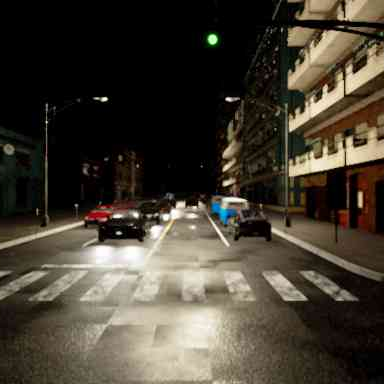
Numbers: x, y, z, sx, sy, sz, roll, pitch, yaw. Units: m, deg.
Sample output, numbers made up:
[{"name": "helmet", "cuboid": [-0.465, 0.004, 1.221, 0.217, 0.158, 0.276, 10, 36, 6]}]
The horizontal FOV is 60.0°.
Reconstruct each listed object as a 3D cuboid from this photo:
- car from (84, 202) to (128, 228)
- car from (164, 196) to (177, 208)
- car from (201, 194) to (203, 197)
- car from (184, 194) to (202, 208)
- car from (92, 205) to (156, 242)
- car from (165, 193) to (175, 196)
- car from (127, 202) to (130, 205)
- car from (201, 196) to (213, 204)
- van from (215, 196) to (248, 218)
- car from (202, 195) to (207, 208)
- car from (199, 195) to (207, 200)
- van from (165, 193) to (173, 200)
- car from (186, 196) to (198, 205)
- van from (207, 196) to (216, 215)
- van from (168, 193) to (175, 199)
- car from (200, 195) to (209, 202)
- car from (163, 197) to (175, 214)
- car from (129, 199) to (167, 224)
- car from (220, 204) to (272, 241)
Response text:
[{"name": "car", "cuboid": [-5.683, 1.544, 21.774, 1.802, 1.307, 4.206, 1, 0, 0]}, {"name": "car", "cuboid": [-3.058, 1.516, 44.722, 1.895, 1.301, 4.718, 0, 0, 0]}, {"name": "car", "cuboid": [2.693, 1.455, 55.296, 1.947, 1.339, 4.313, 1, 0, 0]}, {"name": "car", "cuboid": [-0.007, 1.390, 45.715, 1.882, 1.535, 5.008, 0, 0, 0]}, {"name": "car", "cuboid": [-3.092, 1.537, 16.002, 1.994, 1.385, 4.181, 0, 0, 0]}, {"name": "car", "cuboid": [-5.690, 1.392, 77.576, 1.947, 1.339, 4.313, 1, 0, 0]}, {"name": "car", "cuboid": [-5.683, 1.497, 27.354, 1.887, 1.381, 4.507, 1, 0, 0]}, {"name": "car", "cuboid": [2.693, 1.440, 60.876, 1.947, 1.339, 4.313, 1, 0, 0]}, {"name": "van", "cuboid": [2.701, 1.303, 21.810, 1.690, 1.788, 3.998, 1, 0, 0]}, {"name": "car", "cuboid": [2.695, 1.441, 44.303, 1.752, 1.417, 4.829, 1, 0, 0]}, {"name": "car", "cuboid": [2.690, 1.359, 83.200, 2.008, 1.369, 4.403, 1, 0, 0]}, {"name": "van", "cuboid": [-5.687, 1.150, 83.156, 1.690, 1.788, 3.998, 1, 0, 0]}, {"name": "car", "cuboid": [-0.010, 1.412, 56.138, 1.812, 1.442, 4.674, 0, 0, 0]}, {"name": "van", "cuboid": [2.700, 1.282, 32.973, 1.690, 1.788, 3.998, 1, 0, 0]}, {"name": "van", "cuboid": [-5.689, 1.114, 94.316, 1.690, 1.788, 3.998, 1, 0, 0]}, {"name": "car", "cuboid": [2.692, 1.386, 72.038, 1.887, 1.381, 4.507, 1, 0, 0]}, {"name": "car", "cuboid": [-3.096, 1.502, 34.386, 1.994, 1.385, 4.181, 0, 0, 0]}, {"name": "car", "cuboid": [-3.097, 1.483, 24.474, 1.812, 1.442, 4.674, 0, 0, 0]}, {"name": "car", "cuboid": [2.699, 1.523, 16.231, 2.008, 1.369, 4.403, 1, 0, 0]}]
